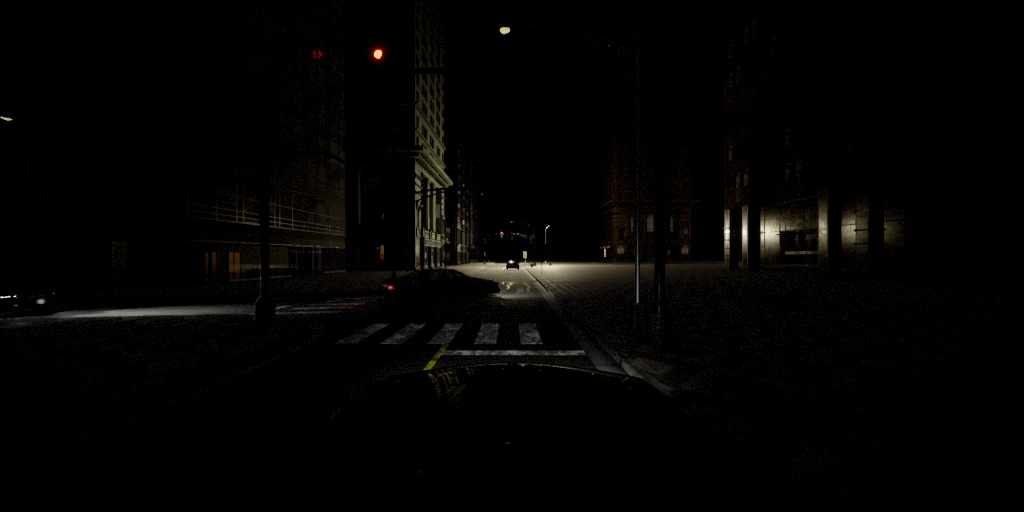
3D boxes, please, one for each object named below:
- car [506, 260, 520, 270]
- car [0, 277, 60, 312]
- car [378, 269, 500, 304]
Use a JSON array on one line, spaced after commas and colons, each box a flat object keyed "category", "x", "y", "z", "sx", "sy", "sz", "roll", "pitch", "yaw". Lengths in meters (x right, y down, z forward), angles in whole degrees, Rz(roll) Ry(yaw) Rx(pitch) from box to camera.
[{"category": "car", "x": 0.121, "y": 1.325, "z": 53.391, "sx": 1.994, "sy": 1.385, "sz": 4.181, "roll": 0, "pitch": 0, "yaw": 0}, {"category": "car", "x": -20.524, "y": 1.531, "z": 13.748, "sx": 4.902, "sy": 1.511, "sz": 2.128, "roll": -1, "pitch": 0, "yaw": 0}, {"category": "car", "x": -3.218, "y": 1.299, "z": 16.418, "sx": 5.357, "sy": 1.411, "sz": 2.033, "roll": 0, "pitch": 0, "yaw": -33}]
